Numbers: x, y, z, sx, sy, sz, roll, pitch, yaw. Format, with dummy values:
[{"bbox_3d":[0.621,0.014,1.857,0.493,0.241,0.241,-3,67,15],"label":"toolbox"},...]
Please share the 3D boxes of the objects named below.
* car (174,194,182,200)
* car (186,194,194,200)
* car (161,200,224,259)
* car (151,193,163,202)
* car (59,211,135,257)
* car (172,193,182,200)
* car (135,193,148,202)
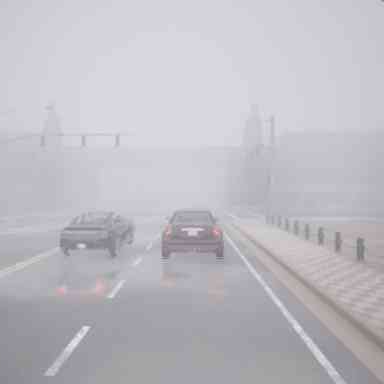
[{"bbox_3d":[-3.910,1.443,94.097,1.812,1.442,4.674,0,0,0],"label":"car"},{"bbox_3d":[-0.469,1.354,85.032,2.097,1.767,4.553,0,0,0],"label":"car"},{"bbox_3d":[0.041,1.351,12.816,2.097,1.767,4.553,0,0,1],"label":"car"},{"bbox_3d":[-7.548,1.224,72.910,2.150,2.045,5.566,0,0,0],"label":"car"},{"bbox_3d":[-3.459,1.492,12.914,2.128,1.511,4.902,0,0,1],"label":"car"},{"bbox_3d":[-3.973,1.224,84.440,2.150,2.045,5.566,0,0,0],"label":"car"},{"bbox_3d":[-11.048,1.224,72.933,2.150,2.045,5.566,0,0,0],"label":"car"}]
